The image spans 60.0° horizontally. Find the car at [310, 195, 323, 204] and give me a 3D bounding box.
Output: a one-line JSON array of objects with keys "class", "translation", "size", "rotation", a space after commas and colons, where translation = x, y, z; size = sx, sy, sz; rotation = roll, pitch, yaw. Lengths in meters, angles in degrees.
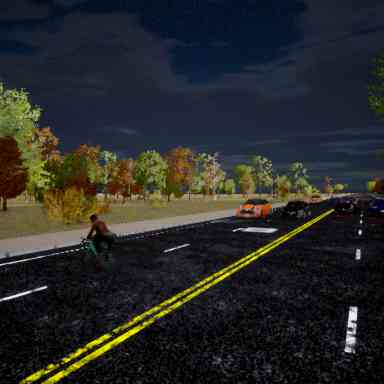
[{"class": "car", "translation": [24.101, 1.349, 64.768], "size": [2.097, 1.767, 4.553], "rotation": [0, 0, 27]}]

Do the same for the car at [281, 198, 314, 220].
[{"class": "car", "translation": [9.004, 1.505, 28.658], "size": [1.837, 1.490, 4.892], "rotation": [0, 0, 27]}]

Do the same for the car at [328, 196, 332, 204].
[{"class": "car", "translation": [27.542, 1.524, 64.347], "size": [2.033, 1.411, 5.357], "rotation": [0, 0, 27]}]

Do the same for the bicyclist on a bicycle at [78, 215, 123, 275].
[{"class": "bicyclist on a bicycle", "translation": [-2.585, 1.455, 9.243], "size": [1.656, 1.620, 0.582], "rotation": [-2, -1, 27]}]

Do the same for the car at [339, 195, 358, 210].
[{"class": "car", "translation": [20.641, 1.350, 43.686], "size": [2.097, 1.767, 4.553], "rotation": [0, 0, 27]}]

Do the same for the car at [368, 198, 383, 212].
[{"class": "car", "translation": [22.503, 1.546, 40.314], "size": [2.033, 1.411, 5.357], "rotation": [0, 0, 28]}]

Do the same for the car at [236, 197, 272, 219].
[{"class": "car", "translation": [5.472, 1.352, 28.902], "size": [2.097, 1.767, 4.553], "rotation": [0, 0, 27]}]

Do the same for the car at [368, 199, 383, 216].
[{"class": "car", "translation": [17.952, 1.525, 31.503], "size": [1.812, 1.442, 4.674], "rotation": [0, 0, 28]}]

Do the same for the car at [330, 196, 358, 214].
[{"class": "car", "translation": [16.011, 1.491, 34.711], "size": [2.128, 1.511, 4.902], "rotation": [0, 0, 27]}]
